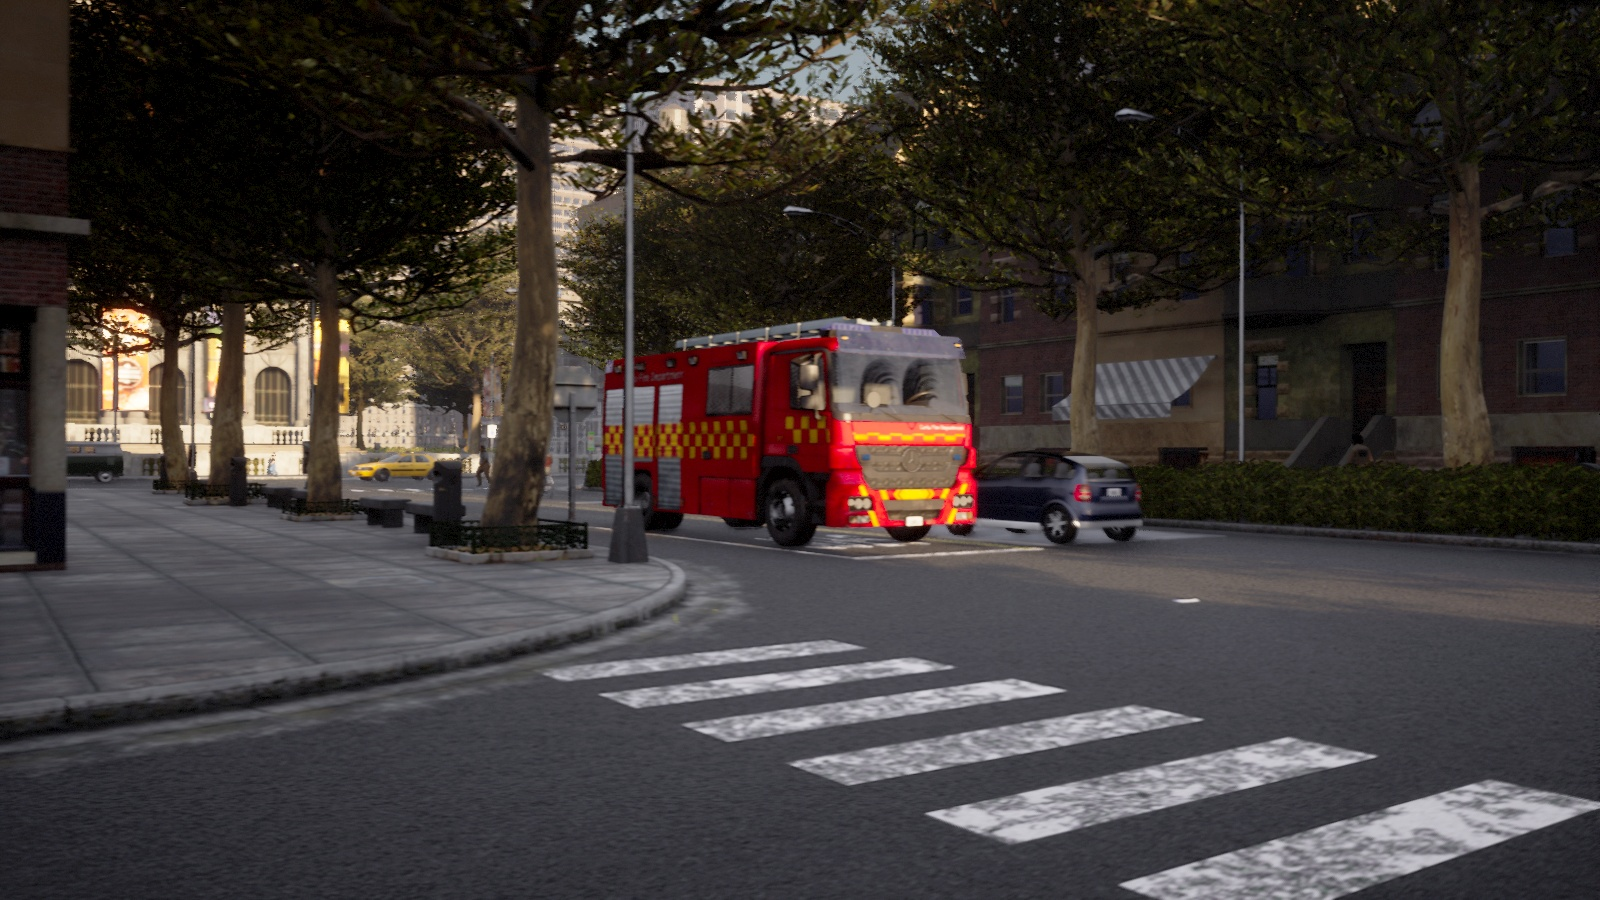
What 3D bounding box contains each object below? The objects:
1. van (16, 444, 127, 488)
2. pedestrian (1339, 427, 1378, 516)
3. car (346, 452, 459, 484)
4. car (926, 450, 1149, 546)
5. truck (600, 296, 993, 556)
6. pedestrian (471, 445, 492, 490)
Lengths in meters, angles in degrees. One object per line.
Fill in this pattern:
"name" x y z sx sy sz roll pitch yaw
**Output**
"van" -34.412 0.721 59.327 4.442 1.987 1.775 0 0 -34
"pedestrian" 12.277 0.459 27.632 0.396 1.930 0.692 0 0 -24
"car" -20.468 0.900 64.807 1.801 1.575 5.366 0 0 43
"car" 4.107 0.779 22.225 1.789 1.549 3.705 0 0 -34
"truck" -0.487 -0.357 22.773 2.891 3.827 8.468 0 0 -34
"pedestrian" -13.110 0.719 51.734 0.694 1.848 0.540 0 0 -34
